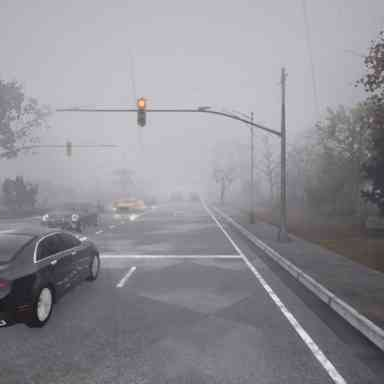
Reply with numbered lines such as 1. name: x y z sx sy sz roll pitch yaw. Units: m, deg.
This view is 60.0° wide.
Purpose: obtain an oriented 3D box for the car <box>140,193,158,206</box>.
1. car: -6.763 1.391 54.360 1.882 1.535 5.008 0 1 1

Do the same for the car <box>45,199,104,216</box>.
1. car: -7.011 1.351 19.612 2.097 1.767 4.553 0 0 0

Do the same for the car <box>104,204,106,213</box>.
1. car: -10.408 1.524 34.931 1.812 1.442 4.674 0 0 0

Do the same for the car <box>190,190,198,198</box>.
1. car: 0.462 0.452 74.247 1.882 1.535 5.008 0 3 0

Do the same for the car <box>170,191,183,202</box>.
1. car: -3.007 0.836 64.409 2.097 1.767 4.553 0 3 0

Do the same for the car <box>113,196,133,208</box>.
1. car: -10.301 1.465 49.902 1.882 1.535 5.008 0 1 0

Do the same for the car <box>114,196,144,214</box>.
1. car: -6.898 1.476 36.279 1.882 1.535 5.008 0 0 0

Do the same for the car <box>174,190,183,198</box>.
1. car: -3.032 0.442 74.460 1.882 1.535 5.008 0 3 0

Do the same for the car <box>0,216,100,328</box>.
1. car: -3.374 1.505 6.997 1.837 1.490 4.892 0 0 0

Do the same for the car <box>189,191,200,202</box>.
1. car: 0.492 1.001 63.880 2.128 1.511 4.902 0 3 0

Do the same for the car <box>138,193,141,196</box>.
1. car: -10.080 0.949 68.332 1.895 1.301 4.718 0 3 0
